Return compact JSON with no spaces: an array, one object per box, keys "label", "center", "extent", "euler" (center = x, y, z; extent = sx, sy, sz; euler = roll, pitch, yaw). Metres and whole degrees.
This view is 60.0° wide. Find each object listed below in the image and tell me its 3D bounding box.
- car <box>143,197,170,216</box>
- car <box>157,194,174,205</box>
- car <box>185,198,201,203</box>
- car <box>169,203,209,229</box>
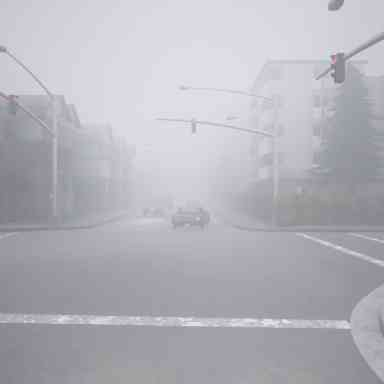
[{"label":"car","center":[-3.589,1.491,32.324],"extent":[2.128,1.511,4.902],"euler":[0,0,0]},{"label":"car","center":[-3.566,1.221,42.900],"extent":[2.150,2.045,5.566],"euler":[0,0,0]},{"label":"car","center":[0.117,1.491,45.472],"extent":[2.128,1.511,4.902],"euler":[0,0,0]},{"label":"car","center":[0.026,1.602,21.509],"extent":[1.895,1.301,4.718],"euler":[0,0,8]}]
